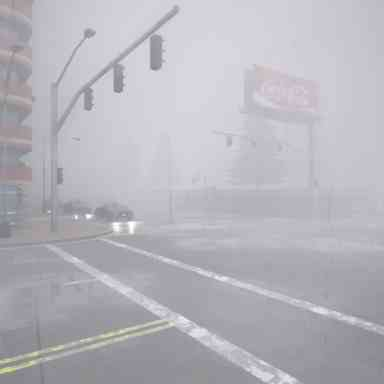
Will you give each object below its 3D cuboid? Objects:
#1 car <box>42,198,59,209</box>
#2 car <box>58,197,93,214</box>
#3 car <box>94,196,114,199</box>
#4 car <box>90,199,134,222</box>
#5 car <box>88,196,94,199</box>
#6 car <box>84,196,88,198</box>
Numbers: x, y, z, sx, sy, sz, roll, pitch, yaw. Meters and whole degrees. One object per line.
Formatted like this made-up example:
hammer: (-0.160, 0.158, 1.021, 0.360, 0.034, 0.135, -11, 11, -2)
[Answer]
car: (-17.977, 1.478, 42.926, 1.882, 1.535, 5.008, 0, 0, -36)
car: (-12.094, 1.564, 34.715, 1.994, 1.385, 4.181, 0, 0, -36)
car: (-14.490, 1.505, 56.394, 1.837, 1.490, 4.892, 0, 0, -36)
car: (-6.289, 1.564, 26.639, 1.994, 1.385, 4.181, 0, 0, -36)
car: (-19.973, 1.478, 64.027, 1.882, 1.535, 5.008, 0, 0, -36)
car: (-20.558, 1.564, 58.844, 1.994, 1.385, 4.181, 0, 0, -36)
